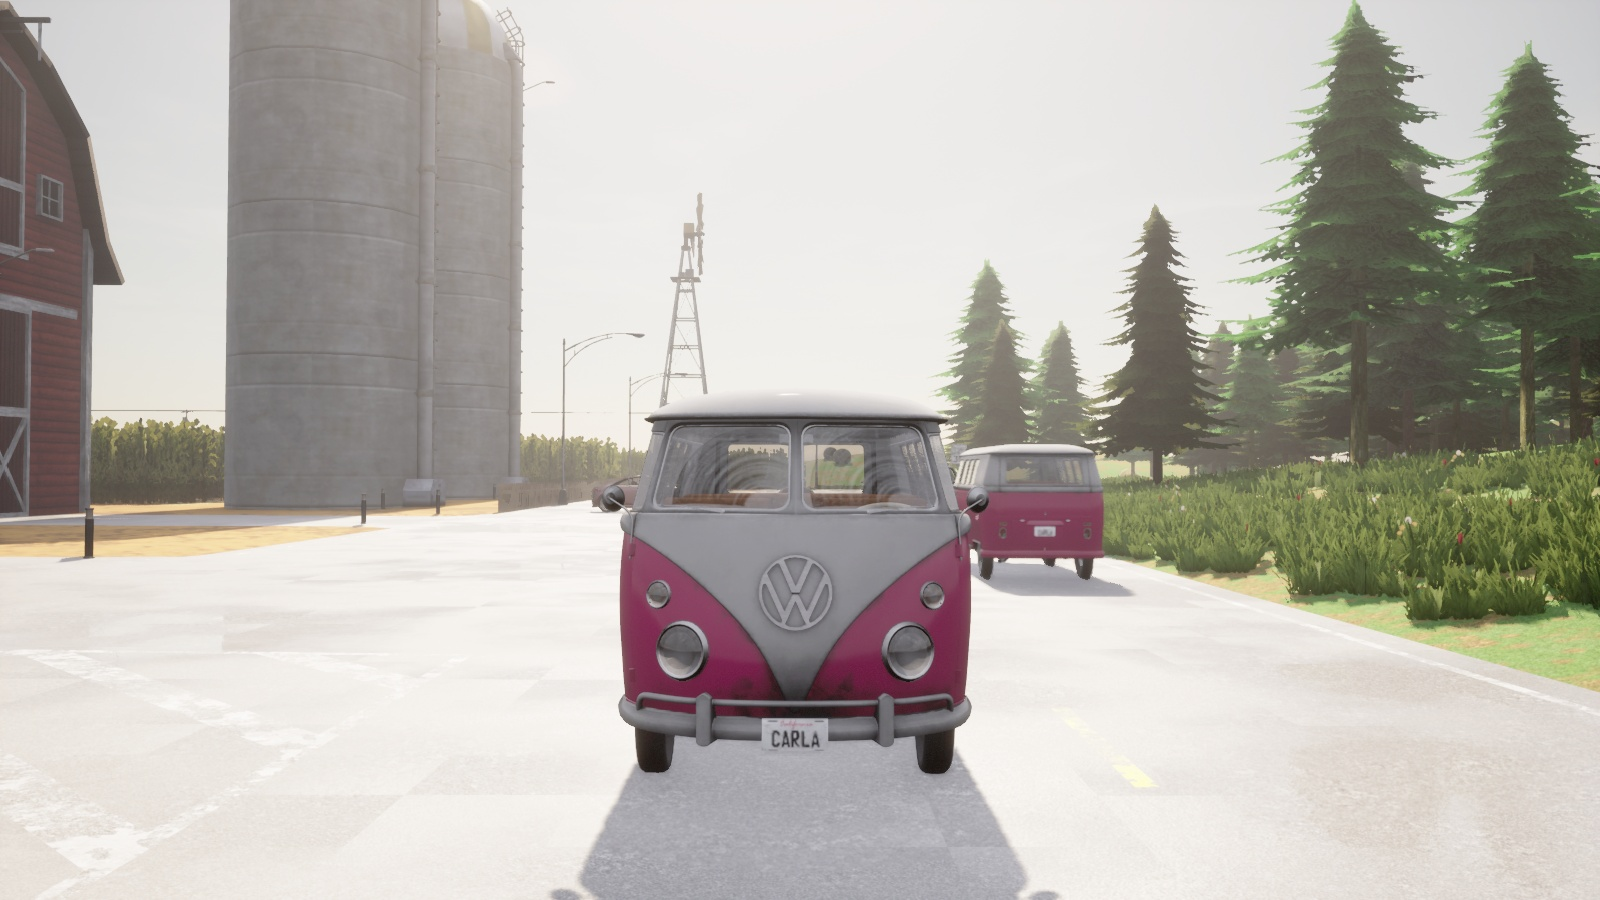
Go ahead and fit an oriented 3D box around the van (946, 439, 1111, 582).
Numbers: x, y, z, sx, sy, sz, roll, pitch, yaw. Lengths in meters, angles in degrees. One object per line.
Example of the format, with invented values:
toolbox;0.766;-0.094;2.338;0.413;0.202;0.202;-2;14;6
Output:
van;3.448;0.884;19.752;1.775;1.987;4.442;0;-1;0

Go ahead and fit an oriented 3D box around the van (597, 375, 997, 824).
van;-0.022;0.698;7.814;1.775;1.987;4.442;0;-1;0
